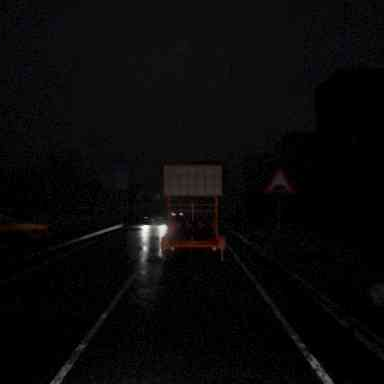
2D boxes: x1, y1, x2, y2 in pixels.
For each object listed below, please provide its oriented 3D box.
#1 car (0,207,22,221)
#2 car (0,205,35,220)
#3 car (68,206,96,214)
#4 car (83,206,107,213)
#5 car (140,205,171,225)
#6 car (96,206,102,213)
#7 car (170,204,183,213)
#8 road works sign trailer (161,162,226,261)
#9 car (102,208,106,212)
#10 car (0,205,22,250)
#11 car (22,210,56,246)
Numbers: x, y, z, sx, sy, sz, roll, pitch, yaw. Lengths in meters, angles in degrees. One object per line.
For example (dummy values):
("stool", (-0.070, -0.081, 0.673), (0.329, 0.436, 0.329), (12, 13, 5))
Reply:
("car", (-21.869, 2.449, 37.238), (4.674, 1.452, 2.002), (0, -2, 0))
("car", (-21.926, 2.410, 40.413), (4.553, 1.767, 2.185), (0, -2, 0))
("car", (-21.777, 3.555, 64.722), (4.674, 1.452, 2.002), (0, -2, 0))
("car", (-21.731, 3.946, 74.412), (4.674, 1.452, 2.002), (0, -2, 0))
("car", (-3.299, 2.211, 30.775), (1.837, 1.490, 4.892), (0, -2, 0))
("car", (-21.759, 3.649, 67.997), (4.892, 1.521, 2.231), (0, -2, 0))
("car", (-3.044, 3.691, 71.773), (2.097, 1.767, 4.553), (0, -2, 0))
("road works sign trailer", (0.032, 0.623, 12.929), (2.380, 3.560, 2.880), (0, -1, -1))
("car", (-21.754, 3.779, 71.268), (5.008, 1.535, 2.097), (0, -2, 0))
("car", (-9.564, 1.506, 12.944), (4.553, 1.767, 2.185), (0, -1, 0))
("car", (-9.360, 1.696, 15.859), (5.366, 1.575, 1.946), (0, -1, 0))
